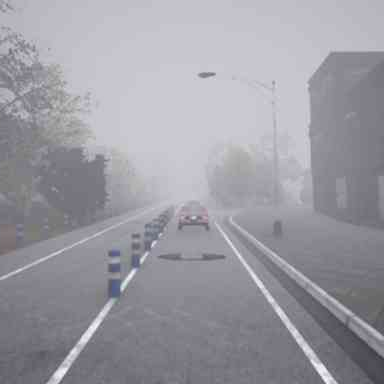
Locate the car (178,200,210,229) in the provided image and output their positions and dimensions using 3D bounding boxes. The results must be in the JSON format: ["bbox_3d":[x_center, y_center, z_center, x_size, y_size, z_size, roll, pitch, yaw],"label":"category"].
[{"bbox_3d":[0.134,1.466,20.761,2.033,1.411,5.357,0,0,1],"label":"car"}]

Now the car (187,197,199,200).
[{"bbox_3d":[0.118,1.362,41.783,1.812,1.442,4.674,0,0,0],"label":"car"}]
